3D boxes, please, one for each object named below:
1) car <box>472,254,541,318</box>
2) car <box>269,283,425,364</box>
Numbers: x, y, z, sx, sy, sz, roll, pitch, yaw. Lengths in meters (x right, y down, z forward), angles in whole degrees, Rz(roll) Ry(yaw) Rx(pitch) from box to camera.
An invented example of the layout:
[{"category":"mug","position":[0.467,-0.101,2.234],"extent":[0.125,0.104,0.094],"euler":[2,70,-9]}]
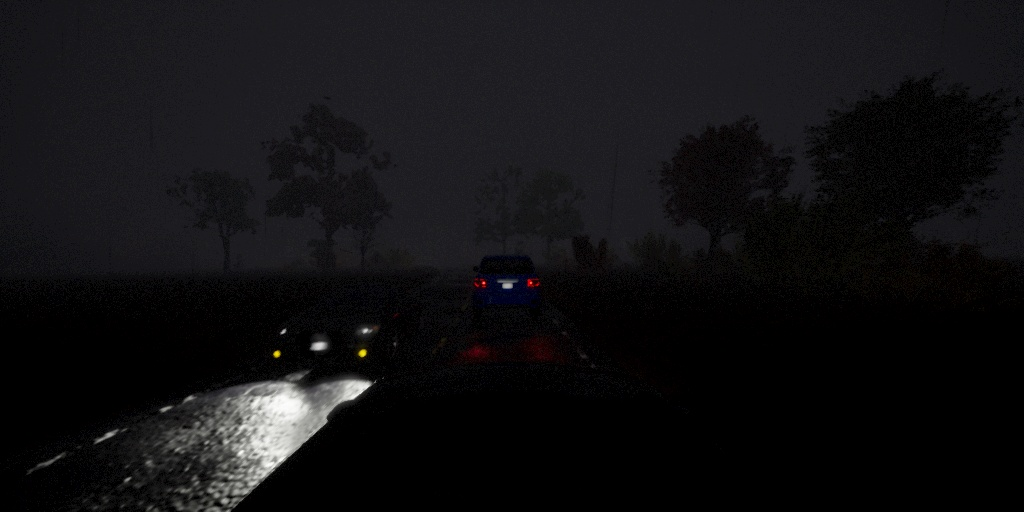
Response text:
[{"category":"car","position":[-0.262,0.966,13.184],"extent":[2.150,2.045,5.566],"euler":[0,0,-3]},{"category":"car","position":[-3.271,1.315,7.967],"extent":[1.994,1.385,4.181],"euler":[0,0,-2]}]
